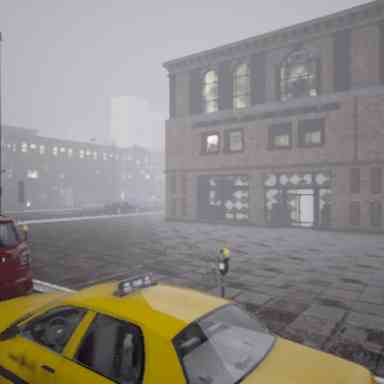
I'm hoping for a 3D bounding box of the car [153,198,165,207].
[{"bbox_3d":[-5.192,1.730,55.688,2.008,1.369,4.403,0,0,35],"label":"car"}]

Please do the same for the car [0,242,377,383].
[{"bbox_3d":[-0.775,1.524,3.428,4.829,1.417,1.752,0,0,36],"label":"car"}]

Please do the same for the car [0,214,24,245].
[{"bbox_3d":[-5.146,1.309,6.547,5.009,1.841,2.192,0,0,36],"label":"car"}]

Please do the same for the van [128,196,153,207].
[{"bbox_3d":[-8.370,1.492,51.168,1.690,1.788,3.998,0,0,35],"label":"van"}]

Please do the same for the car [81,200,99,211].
[{"bbox_3d":[-11.592,1.708,42.069,1.895,1.301,4.718,0,0,35],"label":"car"}]

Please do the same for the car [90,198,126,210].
[{"bbox_3d":[-11.645,1.648,46.507,1.752,1.417,4.829,0,0,35],"label":"car"}]

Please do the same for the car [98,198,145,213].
[{"bbox_3d":[-7.825,1.649,37.278,1.887,1.381,4.507,0,0,35],"label":"car"}]
